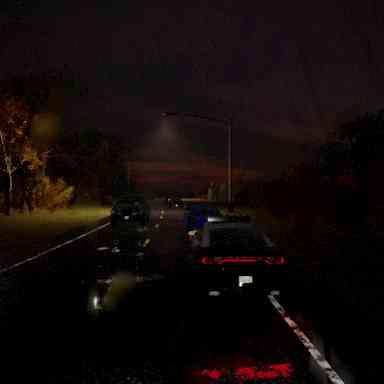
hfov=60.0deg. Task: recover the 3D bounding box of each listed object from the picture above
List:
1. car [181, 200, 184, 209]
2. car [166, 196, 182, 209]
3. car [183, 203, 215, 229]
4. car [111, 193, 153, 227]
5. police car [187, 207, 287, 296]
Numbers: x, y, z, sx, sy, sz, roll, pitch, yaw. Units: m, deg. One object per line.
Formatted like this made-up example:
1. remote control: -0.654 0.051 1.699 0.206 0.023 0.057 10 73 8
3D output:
1. car: 0.356 1.514 24.741 1.812 1.442 4.674 0 0 -3
2. car: -2.204 1.483 45.618 1.837 1.490 4.892 0 0 -5
3. car: 0.640 1.472 18.714 1.882 1.535 5.008 0 0 -2
4. car: -4.168 1.213 23.257 2.150 2.045 5.566 0 0 -3
5. police car: 0.947 1.424 8.773 1.930 1.638 5.238 0 0 -1
